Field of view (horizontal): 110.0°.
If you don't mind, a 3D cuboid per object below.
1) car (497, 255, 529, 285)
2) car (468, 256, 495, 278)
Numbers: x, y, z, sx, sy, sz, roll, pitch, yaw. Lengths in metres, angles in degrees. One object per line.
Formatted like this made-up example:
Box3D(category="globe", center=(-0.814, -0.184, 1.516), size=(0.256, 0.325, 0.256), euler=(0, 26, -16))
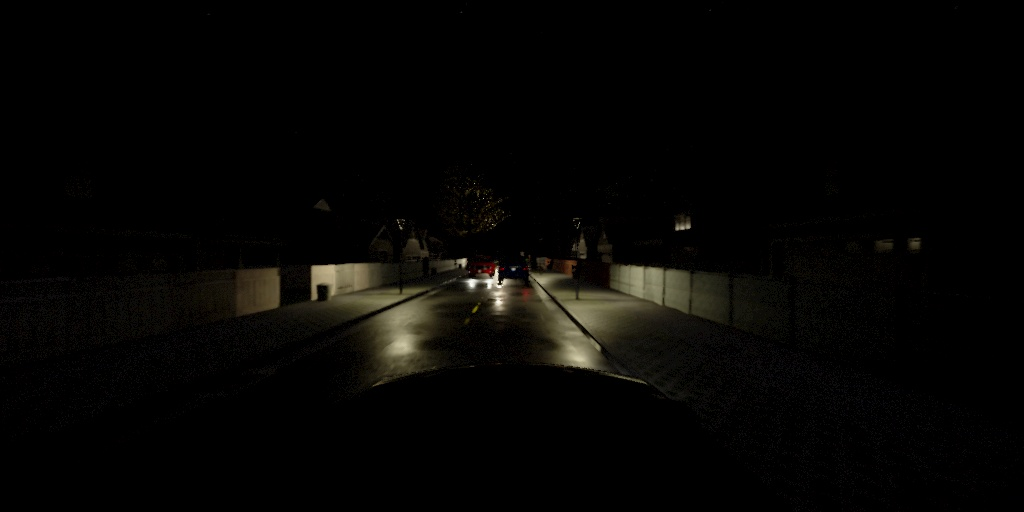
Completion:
Box3D(category="car", center=(0.099, 0.976, 26.430), size=(2.150, 2.045, 5.566), euler=(0, 0, 0))
Box3D(category="car", center=(-2.819, 0.983, 34.218), size=(2.150, 2.045, 5.566), euler=(0, 0, 0))
